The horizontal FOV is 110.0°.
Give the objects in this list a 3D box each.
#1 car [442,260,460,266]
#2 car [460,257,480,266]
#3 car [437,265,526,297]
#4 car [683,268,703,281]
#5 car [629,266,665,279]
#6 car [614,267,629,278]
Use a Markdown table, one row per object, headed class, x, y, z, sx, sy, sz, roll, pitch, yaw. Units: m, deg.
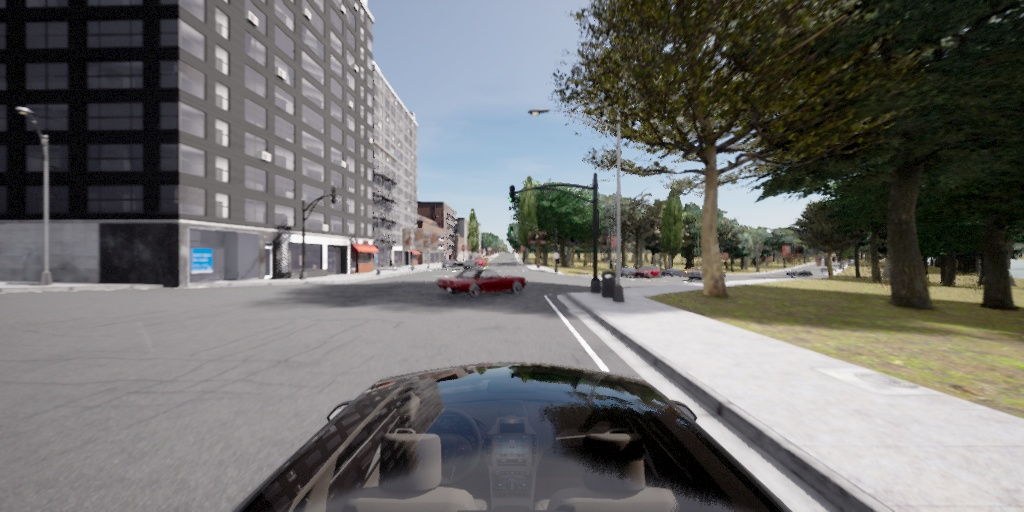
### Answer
| class | x | y | z | sx | sy | sz | roll | pitch | yaw |
| --- | --- | --- | --- | --- | --- | --- | --- | --- | --- |
| car | -9.767 | 1.334 | 56.370 | 2.128 | 1.511 | 4.902 | 0 | 0 | 1 |
| car | -6.518 | 1.345 | 56.279 | 1.837 | 1.490 | 4.892 | 0 | 0 | 1 |
| car | -1.427 | 1.339 | 18.778 | 4.718 | 1.301 | 1.895 | 1 | 0 | -44 |
| car | 22.539 | 2.261 | 42.426 | 2.033 | 1.411 | 5.357 | 0 | -2 | 45 |
| car | 17.616 | 2.046 | 46.777 | 4.553 | 1.767 | 2.097 | 3 | -2 | -45 |
| car | 16.129 | 2.271 | 49.881 | 5.357 | 1.411 | 2.033 | 2 | -2 | -44 |
